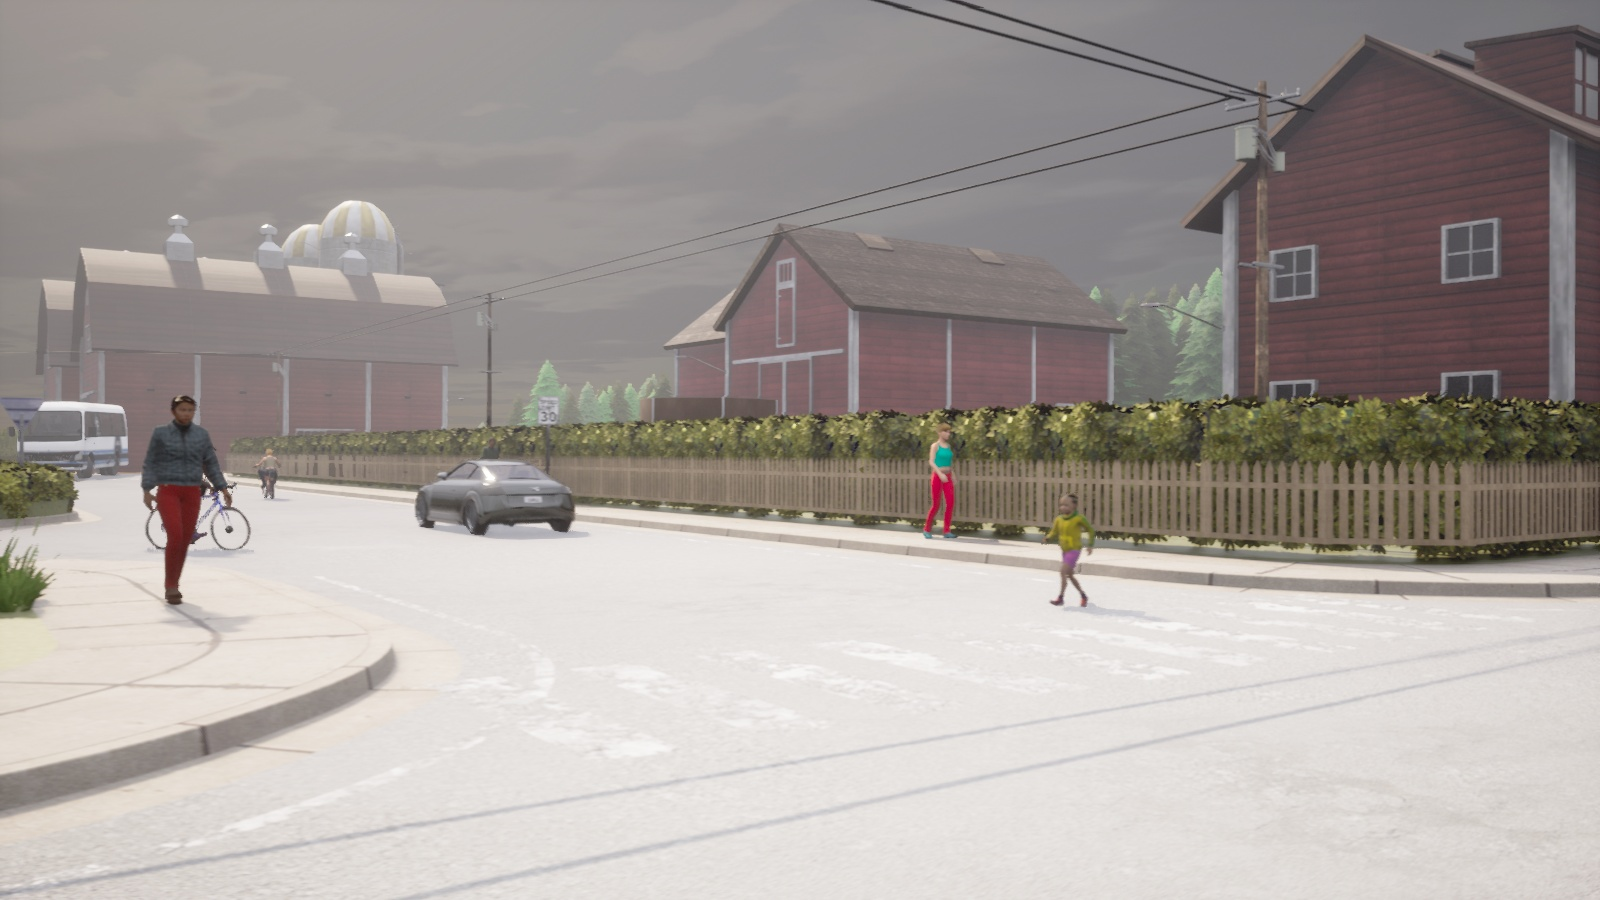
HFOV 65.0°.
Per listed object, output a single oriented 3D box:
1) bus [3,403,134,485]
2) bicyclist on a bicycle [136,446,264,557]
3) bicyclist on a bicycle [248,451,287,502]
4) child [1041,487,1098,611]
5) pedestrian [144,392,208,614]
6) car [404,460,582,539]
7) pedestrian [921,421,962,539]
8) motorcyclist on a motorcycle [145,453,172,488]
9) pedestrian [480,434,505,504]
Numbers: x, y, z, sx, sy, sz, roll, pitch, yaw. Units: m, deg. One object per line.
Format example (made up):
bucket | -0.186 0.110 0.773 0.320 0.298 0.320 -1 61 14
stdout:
bus | -40.980 -0.402 70.833 3.944 4.253 10.273 -1 1 -16
bicyclist on a bicycle | -9.068 0.769 19.020 1.656 1.620 0.582 0 2 2
bicyclist on a bicycle | -17.033 0.831 40.131 0.866 1.612 1.509 0 0 -35
child | 2.613 0.950 12.175 0.473 1.160 0.299 0 0 -33
pedestrian | -5.379 0.441 10.815 0.353 1.847 0.614 0 0 -41
car | -6.085 0.897 24.580 1.994 1.385 4.181 0 0 -35
pedestrian | 2.228 0.466 19.791 0.345 1.836 0.594 0 0 -35
motorcyclist on a motorcycle | -29.673 0.918 58.105 0.866 1.590 1.817 0 0 -35
pedestrian | -8.597 0.526 35.068 0.423 1.949 0.788 0 0 -35
